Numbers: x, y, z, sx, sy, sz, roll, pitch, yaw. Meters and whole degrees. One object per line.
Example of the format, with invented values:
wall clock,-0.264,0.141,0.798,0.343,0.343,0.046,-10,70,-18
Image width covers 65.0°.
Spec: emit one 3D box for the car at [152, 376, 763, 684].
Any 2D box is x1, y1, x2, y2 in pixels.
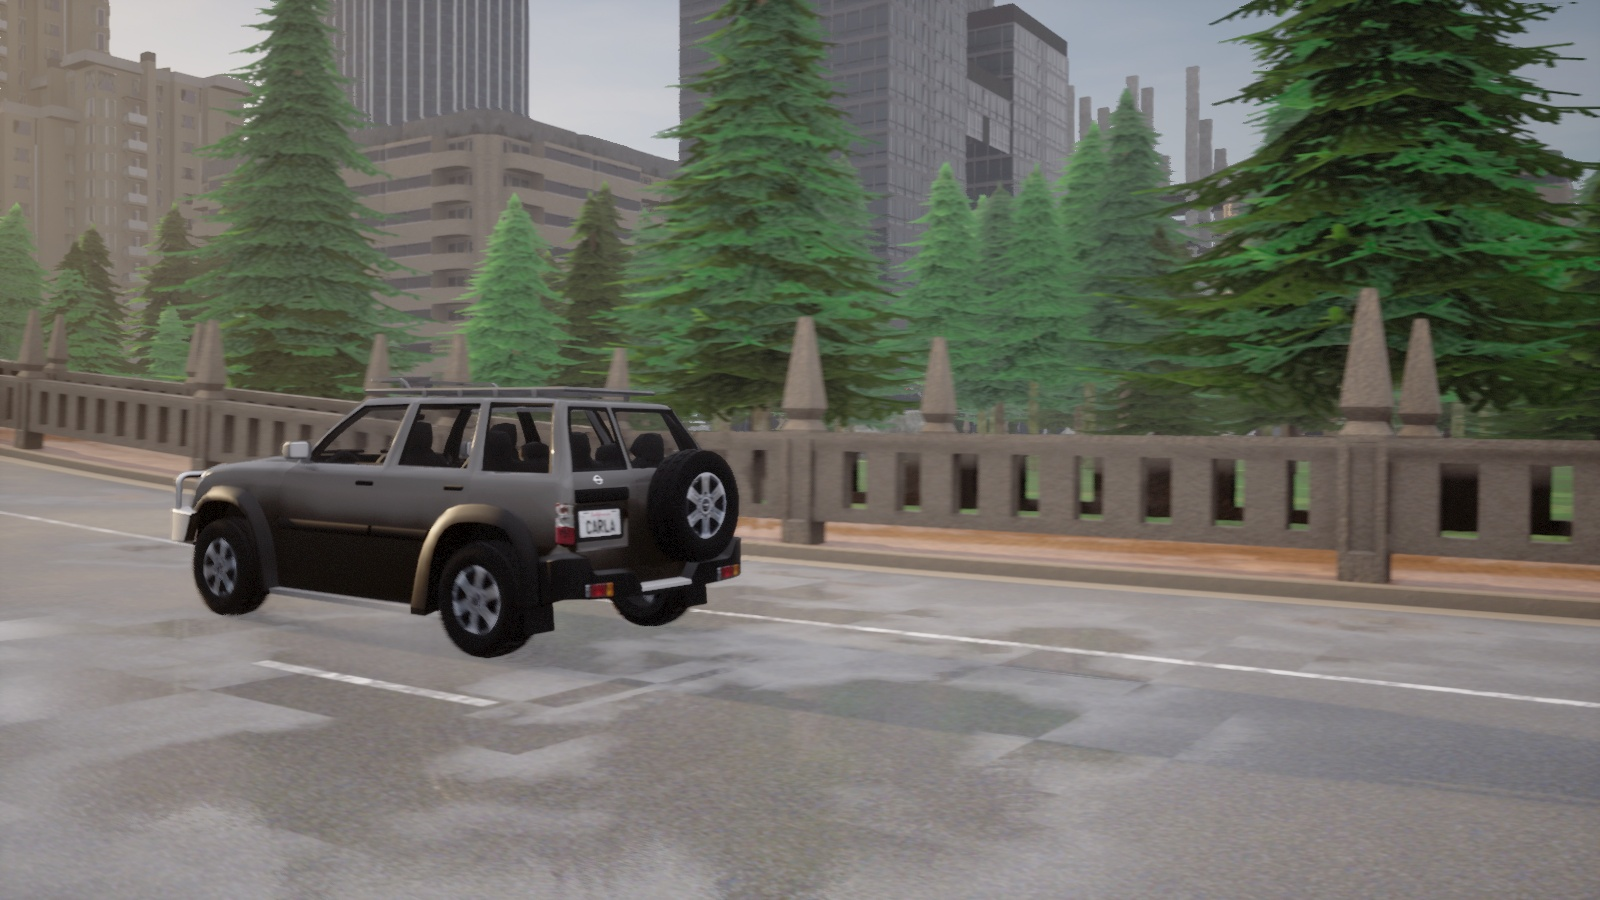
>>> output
car,-2.731,0.451,9.612,4.605,1.855,1.932,0,1,33
